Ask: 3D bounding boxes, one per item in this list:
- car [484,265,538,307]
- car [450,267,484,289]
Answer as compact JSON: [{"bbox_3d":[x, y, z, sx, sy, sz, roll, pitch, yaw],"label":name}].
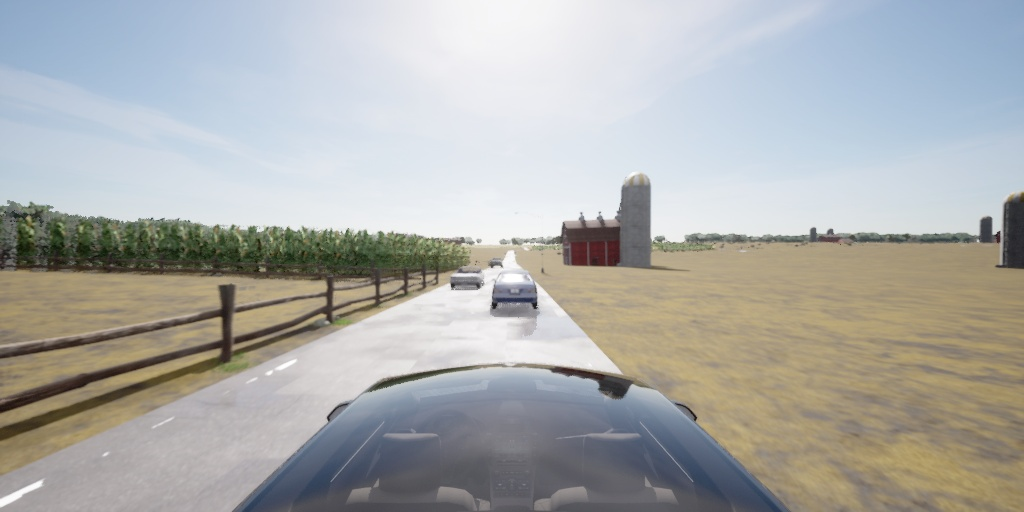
[{"bbox_3d":[0.104,1.299,15.319,2.033,1.411,5.357,0,0,0],"label":"car"},{"bbox_3d":[-2.843,1.370,23.544,1.895,1.301,4.718,0,0,0],"label":"car"}]
